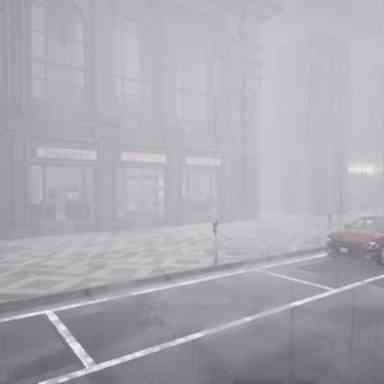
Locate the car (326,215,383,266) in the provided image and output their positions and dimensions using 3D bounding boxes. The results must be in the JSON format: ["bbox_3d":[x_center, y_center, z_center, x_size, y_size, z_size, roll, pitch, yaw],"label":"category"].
[{"bbox_3d":[6.323,1.455,11.158,4.507,1.381,1.887,-1,0,-35],"label":"car"}]
